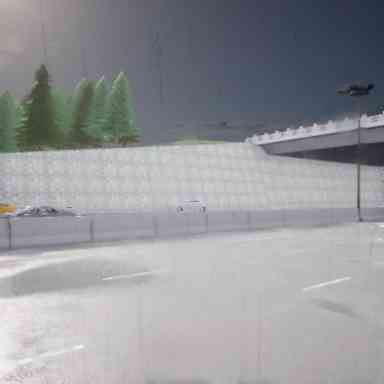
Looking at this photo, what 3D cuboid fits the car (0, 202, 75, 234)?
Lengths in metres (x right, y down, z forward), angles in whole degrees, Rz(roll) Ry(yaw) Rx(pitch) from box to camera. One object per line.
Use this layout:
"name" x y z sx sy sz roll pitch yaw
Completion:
"car" -9.126 1.531 18.979 4.902 1.511 2.128 1 -1 -35

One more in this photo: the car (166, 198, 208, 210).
"car" -0.444 1.360 33.639 4.674 1.442 1.812 1 0 -35
